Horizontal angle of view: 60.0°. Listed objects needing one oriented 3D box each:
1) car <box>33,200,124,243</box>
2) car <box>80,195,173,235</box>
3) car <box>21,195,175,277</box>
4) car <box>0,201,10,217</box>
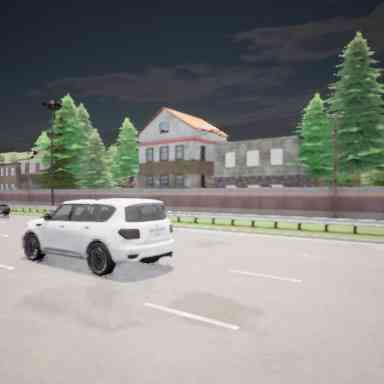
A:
[{"bbox_3d":[-5.772,1.350,16.705,4.553,1.767,2.097,0,0,35],"label":"car"},{"bbox_3d":[-4.000,1.219,19.741,5.566,2.045,2.150,0,0,35],"label":"car"},{"bbox_3d":[-3.110,1.220,10.508,5.566,2.045,2.150,0,0,36],"label":"car"},{"bbox_3d":[-18.276,1.487,29.923,4.902,1.511,2.128,0,0,35],"label":"car"}]
